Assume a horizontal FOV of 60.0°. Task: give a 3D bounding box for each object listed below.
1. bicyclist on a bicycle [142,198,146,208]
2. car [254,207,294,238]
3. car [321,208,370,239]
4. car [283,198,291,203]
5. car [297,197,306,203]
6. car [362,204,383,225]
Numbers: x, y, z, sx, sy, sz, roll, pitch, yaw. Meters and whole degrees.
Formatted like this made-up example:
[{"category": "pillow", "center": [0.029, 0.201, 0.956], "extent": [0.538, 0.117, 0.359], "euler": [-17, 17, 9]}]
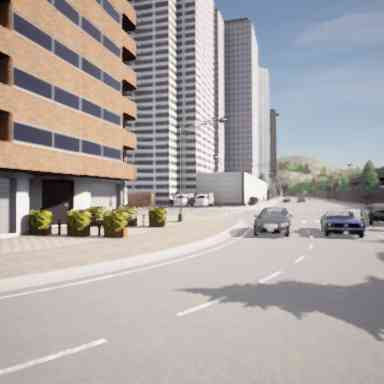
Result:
[{"category": "bicyclist on a bicycle", "center": [-7.805, 1.800, 54.004], "extent": [0.582, 1.620, 1.656], "euler": [0, 0, 16]}, {"category": "car", "center": [4.632, 1.613, 18.701], "extent": [2.128, 1.511, 4.902], "euler": [0, -1, 19]}, {"category": "car", "center": [8.179, 1.703, 18.284], "extent": [1.895, 1.301, 4.718], "euler": [0, 0, 19]}, {"category": "car", "center": [23.871, 2.114, 83.771], "extent": [1.895, 1.301, 4.718], "euler": [0, 0, 16]}, {"category": "car", "center": [27.238, 1.996, 82.817], "extent": [1.837, 1.490, 4.892], "euler": [0, 0, 16]}, {"category": "car", "center": [14.023, 1.640, 25.096], "extent": [1.837, 1.490, 4.892], "euler": [0, 0, 17]}]
